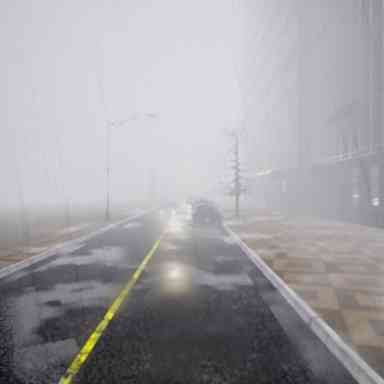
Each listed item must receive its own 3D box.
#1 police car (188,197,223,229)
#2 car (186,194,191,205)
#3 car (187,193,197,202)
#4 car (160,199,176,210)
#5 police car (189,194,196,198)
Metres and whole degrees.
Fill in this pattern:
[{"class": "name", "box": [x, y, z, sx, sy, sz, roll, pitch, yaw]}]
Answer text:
[{"class": "police car", "box": [0.899, 1.404, 21.842, 1.930, 1.638, 5.238, 0, 0, 0]}, {"class": "car", "box": [-0.001, 1.468, 57.283, 1.812, 1.442, 4.674, 0, 0, 0]}, {"class": "car", "box": [-0.001, 1.168, 72.759, 2.097, 1.767, 4.553, 0, 0, 0]}, {"class": "car", "box": [-3.085, 1.558, 43.384, 1.895, 1.301, 4.718, 0, 0, 0]}, {"class": "police car", "box": [0.899, 1.388, 37.842, 1.930, 1.638, 5.238, 0, 0, 0]}]
